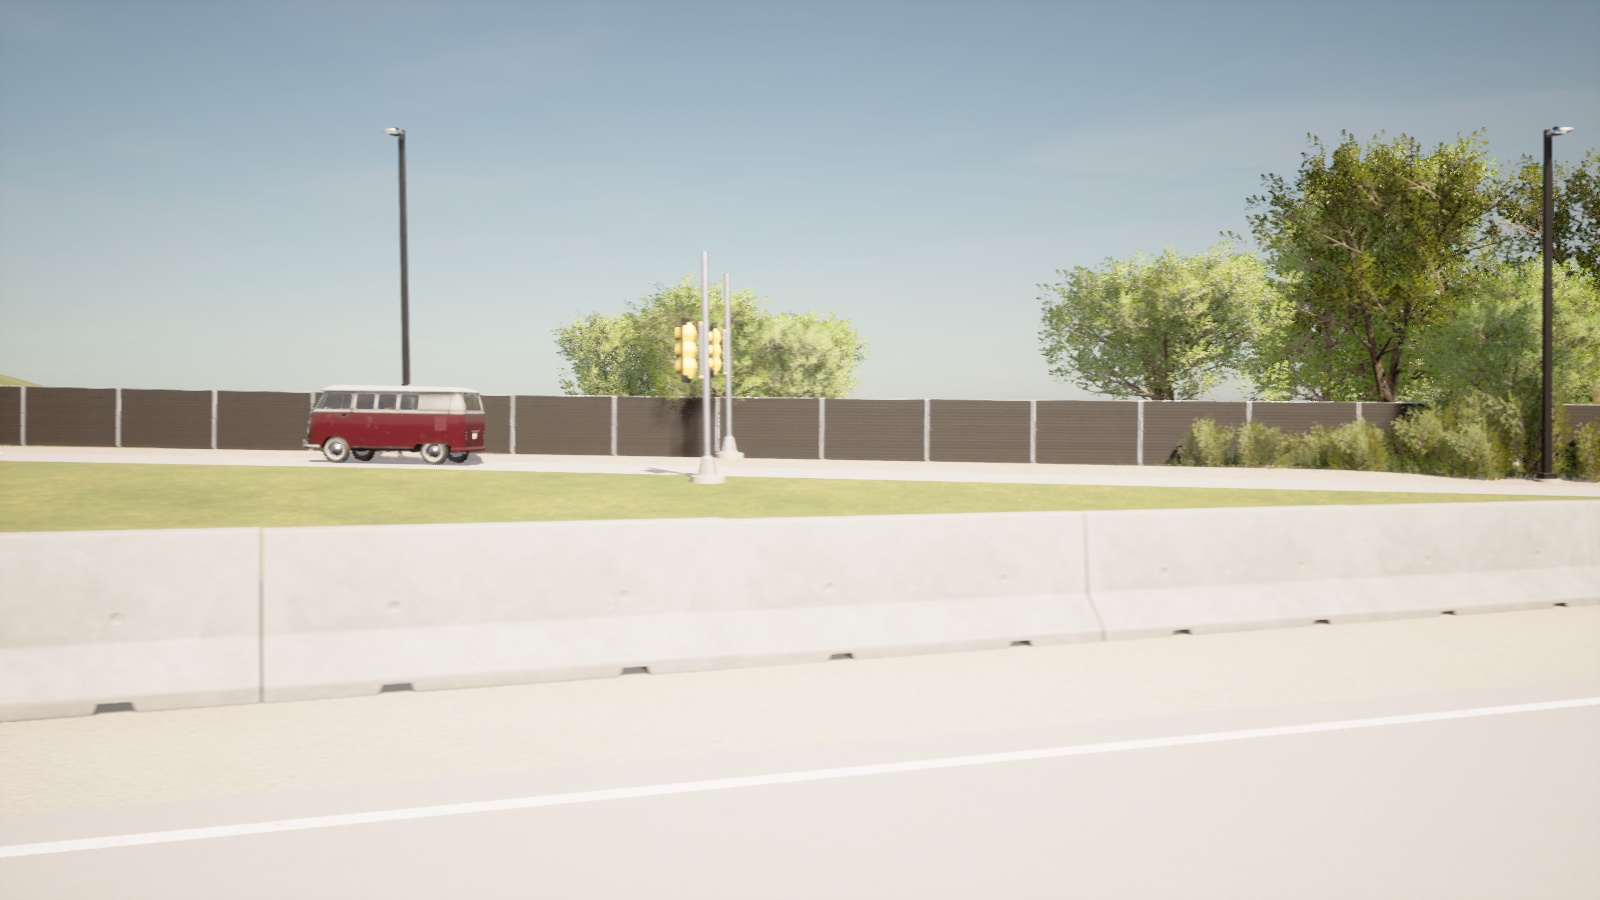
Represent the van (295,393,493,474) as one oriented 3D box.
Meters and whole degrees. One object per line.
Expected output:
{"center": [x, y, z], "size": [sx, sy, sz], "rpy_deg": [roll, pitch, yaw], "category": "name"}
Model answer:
{"center": [-10.334, -0.431, 32.115], "size": [4.442, 1.987, 1.775], "rpy_deg": [0, 2, 6], "category": "van"}
